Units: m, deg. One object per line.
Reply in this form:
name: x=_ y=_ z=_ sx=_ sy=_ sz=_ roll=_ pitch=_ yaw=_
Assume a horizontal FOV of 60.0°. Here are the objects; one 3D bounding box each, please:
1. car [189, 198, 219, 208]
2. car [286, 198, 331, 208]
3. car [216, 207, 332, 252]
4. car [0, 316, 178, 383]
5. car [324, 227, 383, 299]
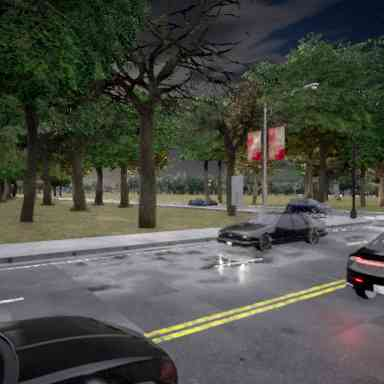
car: x=1.621 y=1.560 z=48.995 sx=2.033 sy=1.411 sz=5.357 roll=0 pitch=0 yaw=-35
car: x=12.007 y=1.386 z=34.377 sx=2.097 sy=1.767 sz=4.553 roll=0 pitch=0 yaw=-35
car: x=3.602 y=1.567 z=14.167 sx=5.357 sy=1.411 sz=2.033 roll=0 pitch=0 yaw=-35
car: x=-2.359 y=1.476 z=1.757 sx=5.008 sy=1.535 sz=1.882 roll=0 pitch=0 yaw=-36
car: x=5.306 y=1.506 z=7.225 sx=4.902 sy=1.511 sz=2.128 roll=0 pitch=0 yaw=-35
